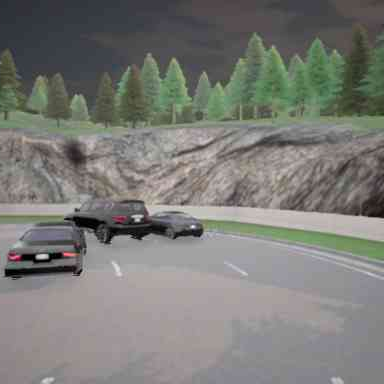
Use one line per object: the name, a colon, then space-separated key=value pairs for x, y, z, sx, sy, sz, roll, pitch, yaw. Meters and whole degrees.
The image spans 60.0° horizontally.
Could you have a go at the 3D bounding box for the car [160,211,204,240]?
car: x=-1.319 y=1.718 z=18.116 sx=1.994 sy=1.385 sz=4.181 roll=1 pitch=-1 yaw=-42

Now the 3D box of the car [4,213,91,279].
car: x=-4.362 y=1.637 z=10.467 sx=2.033 sy=1.411 sz=5.357 roll=0 pitch=-1 yaw=-17

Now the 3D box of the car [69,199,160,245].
car: x=-4.438 y=1.364 z=16.804 sx=5.566 sy=2.045 sz=2.150 roll=0 pitch=-2 yaw=43
